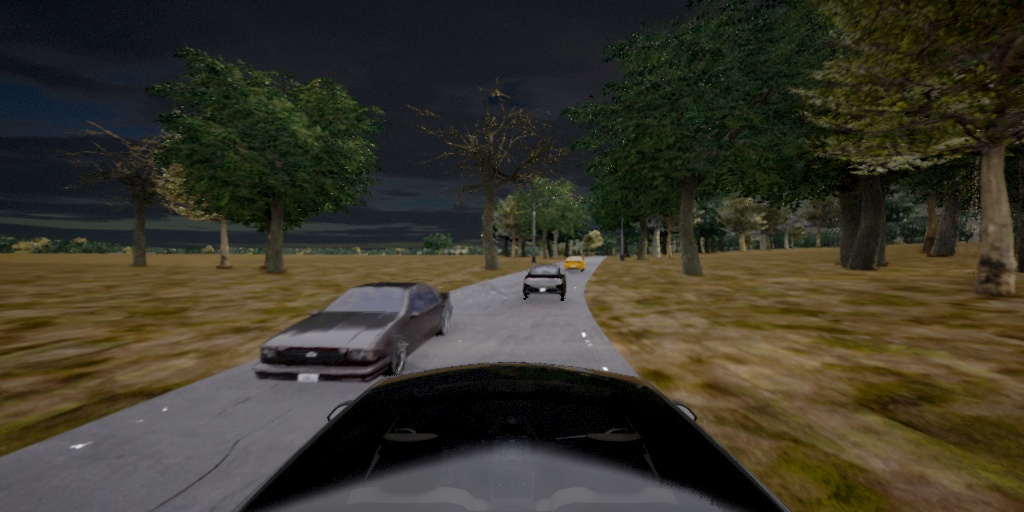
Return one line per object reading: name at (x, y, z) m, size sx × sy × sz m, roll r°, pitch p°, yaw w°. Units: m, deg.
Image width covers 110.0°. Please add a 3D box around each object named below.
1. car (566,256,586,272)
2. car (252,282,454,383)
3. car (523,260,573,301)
car at (6.514, 0.747, 36.816) m, size 1.882 × 1.535 × 5.008 m, roll 0°, pitch 1°, yaw 15°
car at (-2.612, 1.269, 7.557) m, size 2.033 × 1.411 × 5.357 m, roll 0°, pitch 0°, yaw 4°
car at (1.659, 1.142, 16.981) m, size 2.128 × 1.511 × 4.902 m, roll 0°, pitch 1°, yaw 10°
